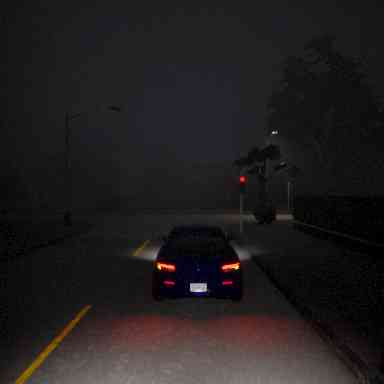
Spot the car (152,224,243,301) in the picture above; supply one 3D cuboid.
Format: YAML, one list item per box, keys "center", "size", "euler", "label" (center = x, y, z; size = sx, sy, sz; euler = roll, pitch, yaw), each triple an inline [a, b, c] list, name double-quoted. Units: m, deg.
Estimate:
- center: [0.122, 1.526, 8.192]
  size: [1.812, 1.442, 4.674]
  euler: [0, 0, 0]
  label: "car"
